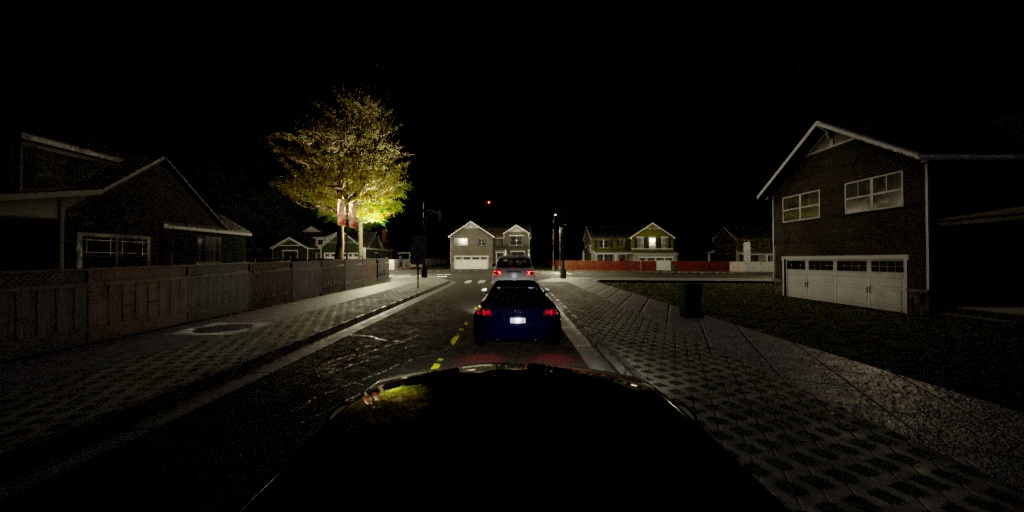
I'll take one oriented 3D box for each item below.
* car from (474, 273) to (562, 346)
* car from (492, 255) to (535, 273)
[{"bbox_3d":[0.106,1.316,9.489,1.994,1.385,4.181,0,0,0],"label":"car"},{"bbox_3d":[0.101,0.976,19.451,2.150,2.045,5.566,0,0,0],"label":"car"}]
